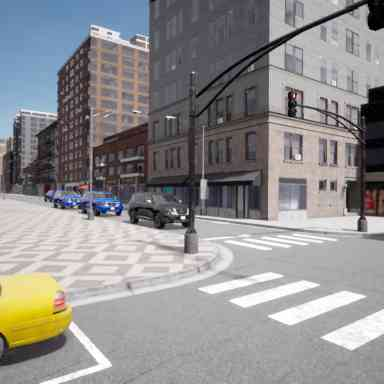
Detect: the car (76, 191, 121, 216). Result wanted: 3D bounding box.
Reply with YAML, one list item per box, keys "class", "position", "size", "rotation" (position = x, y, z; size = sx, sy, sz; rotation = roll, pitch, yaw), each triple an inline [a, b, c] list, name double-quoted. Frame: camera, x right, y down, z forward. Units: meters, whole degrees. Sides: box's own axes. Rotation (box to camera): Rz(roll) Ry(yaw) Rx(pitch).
- class: "car"
  position: [-8.025, 0.960, 29.172]
  size: [2.150, 2.045, 5.566]
  rotation: [1, 0, -35]

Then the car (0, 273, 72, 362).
- class: "car"
  position: [-4.006, 1.525, 3.895]
  size: [4.829, 1.417, 1.752]
  rotation: [0, 1, -36]

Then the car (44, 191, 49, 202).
- class: "car"
  position: [-23.441, 0.708, 56.576]
  size: [2.150, 2.045, 5.566]
  rotation: [1, 0, -37]

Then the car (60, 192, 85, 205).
- class: "car"
  position: [-17.144, 0.937, 47.616]
  size: [2.097, 1.767, 4.553]
  rotation: [1, 0, -36]

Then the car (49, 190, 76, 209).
- class: "car"
  position: [-14.216, 0.862, 37.961]
  size: [2.150, 2.045, 5.566]
  rotation: [1, 0, -35]

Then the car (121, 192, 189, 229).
- class: "car"
  position: [-2.087, 1.053, 20.759]
  size: [2.150, 2.045, 5.566]
  rotation: [1, 0, -35]
